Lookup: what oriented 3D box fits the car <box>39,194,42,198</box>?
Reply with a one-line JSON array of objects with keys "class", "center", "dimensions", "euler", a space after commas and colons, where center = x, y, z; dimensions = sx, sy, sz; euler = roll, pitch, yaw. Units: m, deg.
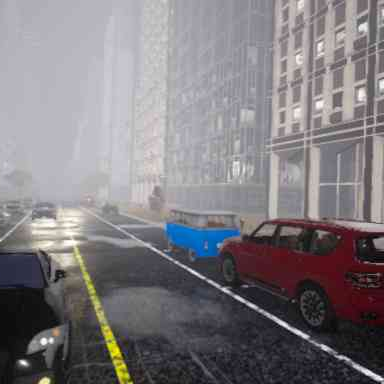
[{"class": "car", "center": [-26.975, 1.354, 56.440], "dimensions": [1.752, 1.417, 4.829], "euler": [1, 0, -22]}]

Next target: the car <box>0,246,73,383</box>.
[{"class": "car", "center": [-2.847, 1.535, 4.826], "dimensions": [1.994, 1.385, 4.181], "euler": [2, -1, -22]}]

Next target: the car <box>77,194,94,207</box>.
[{"class": "car", "center": [-17.124, 1.414, 54.543], "dimensions": [2.192, 1.841, 5.009], "euler": [1, 0, -22]}]

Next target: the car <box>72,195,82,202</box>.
[{"class": "car", "center": [-27.978, 1.506, 80.808], "dimensions": [1.967, 1.590, 4.097], "euler": [1, 0, -22]}]

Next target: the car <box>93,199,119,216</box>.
[{"class": "car", "center": [-8.448, 1.675, 33.529], "dimensions": [2.008, 1.369, 4.403], "euler": [1, 0, -22]}]

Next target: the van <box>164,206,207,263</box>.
[{"class": "van", "center": [0.236, 1.489, 12.519], "dimensions": [1.690, 1.788, 3.998], "euler": [1, 0, -22]}]

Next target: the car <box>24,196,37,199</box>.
[{"class": "car", "center": [-20.531, 1.429, 40.836], "dimensions": [1.802, 1.307, 4.206], "euler": [1, 0, -22]}]

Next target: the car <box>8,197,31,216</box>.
[{"class": "car", "center": [-16.190, 1.410, 30.331], "dimensions": [2.008, 1.369, 4.403], "euler": [1, 0, -22]}]

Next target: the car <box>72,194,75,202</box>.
[{"class": "car", "center": [-23.637, 1.520, 70.302], "dimensions": [1.967, 1.590, 4.097], "euler": [1, 0, -22]}]

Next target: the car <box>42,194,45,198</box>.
[{"class": "car", "center": [-31.382, 1.381, 67.102], "dimensions": [1.947, 1.339, 4.313], "euler": [1, 0, -22]}]

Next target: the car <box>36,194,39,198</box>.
[{"class": "car", "center": [-22.698, 1.281, 46.091], "dimensions": [1.967, 1.590, 4.097], "euler": [1, 0, -22]}]

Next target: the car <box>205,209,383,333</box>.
[{"class": "car", "center": [2.407, 1.468, 7.266], "dimensions": [2.192, 1.841, 5.009], "euler": [1, 0, -22]}]

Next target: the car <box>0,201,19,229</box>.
[{"class": "car", "center": [-11.850, 1.422, 19.825], "dimensions": [2.008, 1.369, 4.403], "euler": [1, 0, -22]}]

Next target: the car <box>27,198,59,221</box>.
[{"class": "car", "center": [-11.901, 1.497, 27.009], "dimensions": [2.033, 1.411, 5.357], "euler": [2, -1, -22]}]

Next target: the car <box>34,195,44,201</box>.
[{"class": "car", "center": [-35.721, 1.352, 77.608], "dimensions": [2.008, 1.369, 4.403], "euler": [1, 0, -22]}]

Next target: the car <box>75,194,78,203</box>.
[{"class": "car", "center": [-19.294, 1.408, 59.797], "dimensions": [2.192, 1.841, 5.009], "euler": [1, 0, -22]}]

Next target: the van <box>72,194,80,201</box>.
[{"class": "van", "center": [-30.145, 1.400, 86.061], "dimensions": [1.690, 1.788, 3.998], "euler": [1, 0, -22]}]
